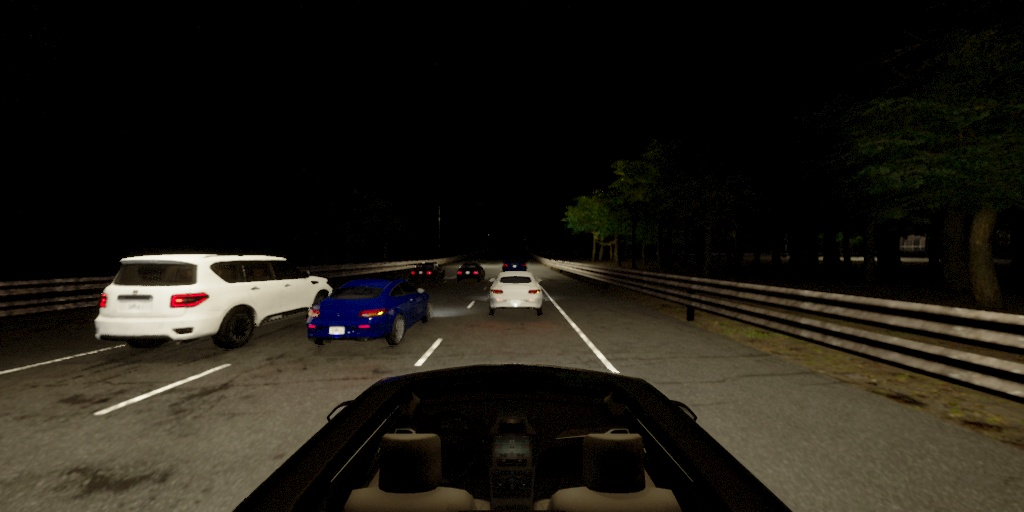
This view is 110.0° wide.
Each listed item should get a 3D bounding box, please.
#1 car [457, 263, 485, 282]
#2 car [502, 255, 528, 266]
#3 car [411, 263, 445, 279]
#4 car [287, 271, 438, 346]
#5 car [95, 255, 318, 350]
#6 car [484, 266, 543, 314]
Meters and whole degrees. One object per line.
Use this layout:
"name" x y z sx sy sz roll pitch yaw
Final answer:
"car" -3.283 1.297 29.250 2.033 1.411 5.357 0 0 0
"car" 0.241 0.965 32.805 2.150 2.045 5.566 0 0 0
"car" -6.783 1.297 29.262 2.033 1.411 5.357 0 0 0
"car" -3.410 1.284 9.321 1.812 1.442 4.674 0 0 0
"car" -6.904 0.983 9.280 2.150 2.045 5.566 0 0 1
"car" 0.137 1.287 13.624 1.812 1.442 4.674 0 0 0
